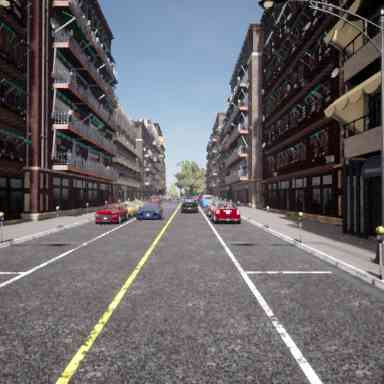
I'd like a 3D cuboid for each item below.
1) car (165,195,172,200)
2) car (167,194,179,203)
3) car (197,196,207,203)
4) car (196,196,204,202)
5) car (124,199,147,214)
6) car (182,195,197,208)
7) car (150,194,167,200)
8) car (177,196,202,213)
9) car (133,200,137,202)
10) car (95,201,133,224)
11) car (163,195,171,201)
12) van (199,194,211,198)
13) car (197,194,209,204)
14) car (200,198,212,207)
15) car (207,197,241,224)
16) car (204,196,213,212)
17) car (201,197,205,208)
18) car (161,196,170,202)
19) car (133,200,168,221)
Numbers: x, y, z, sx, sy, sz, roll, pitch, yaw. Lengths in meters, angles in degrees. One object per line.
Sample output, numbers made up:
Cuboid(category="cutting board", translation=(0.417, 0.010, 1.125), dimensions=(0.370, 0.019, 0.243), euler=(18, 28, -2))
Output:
Cuboid(category="car", translation=(-6.547, 1.606, 92.800), dimensions=(1.887, 1.381, 4.507), euler=(1, 0, -1))
Cuboid(category="car", translation=(-3.646, 1.201, 69.100), dimensions=(2.097, 1.767, 4.553), euler=(0, 0, -1))
Cuboid(category="car", translation=(2.045, 1.607, 70.194), dimensions=(1.947, 1.339, 4.313), euler=(1, 0, -1))
Cuboid(category="car", translation=(1.939, 1.601, 81.517), dimensions=(2.008, 1.369, 4.403), euler=(1, 0, -1))
Cuboid(category="car", translation=(-6.015, 1.541, 36.016), dimensions=(1.752, 1.417, 4.829), euler=(1, 0, -1))
Cuboid(category="car", translation=(-0.393, 1.375, 47.960), dimensions=(2.097, 1.767, 4.553), euler=(0, 0, 0))
Cuboid(category="car", translation=(-6.225, 1.347, 58.832), dimensions=(2.192, 1.841, 5.009), euler=(1, 0, -1))
Cuboid(category="car", translation=(-0.265, 1.509, 37.596), dimensions=(2.128, 1.511, 4.902), euler=(0, 0, 0))
Cuboid(category="car", translation=(-5.961, 1.538, 30.355), dimensions=(1.752, 1.417, 4.829), euler=(1, 0, -1))
Cuboid(category="car", translation=(-5.910, 1.555, 24.864), dimensions=(1.887, 1.381, 4.507), euler=(1, 0, -1))
Cuboid(category="car", translation=(-6.493, 1.581, 86.969), dimensions=(1.752, 1.417, 4.829), euler=(1, 0, -1))
Cuboid(category="van", translation=(2.260, 1.364, 47.548), dimensions=(1.690, 1.788, 3.998), euler=(1, 0, -1))
Cuboid(category="car", translation=(2.102, 1.351, 64.532), dimensions=(2.192, 1.841, 5.009), euler=(1, 0, -1))
Cuboid(category="car", translation=(2.204, 1.609, 53.209), dimensions=(1.802, 1.307, 4.206), euler=(1, 0, -1))
Cuboid(category="car", translation=(2.472, 1.451, 24.902), dimensions=(1.967, 1.590, 4.097), euler=(1, 0, -1))
Cuboid(category="car", translation=(2.418, 1.453, 30.563), dimensions=(1.967, 1.590, 4.097), euler=(1, 0, -1))
Cuboid(category="car", translation=(2.364, 1.567, 36.225), dimensions=(2.008, 1.369, 4.403), euler=(1, 0, -1))
Cuboid(category="car", translation=(-6.441, 1.601, 81.477), dimensions=(2.008, 1.369, 4.403), euler=(1, 0, -1))
Cuboid(category="car", translation=(-3.353, 1.575, 27.219), dimensions=(1.994, 1.385, 4.181), euler=(0, 0, -1))
